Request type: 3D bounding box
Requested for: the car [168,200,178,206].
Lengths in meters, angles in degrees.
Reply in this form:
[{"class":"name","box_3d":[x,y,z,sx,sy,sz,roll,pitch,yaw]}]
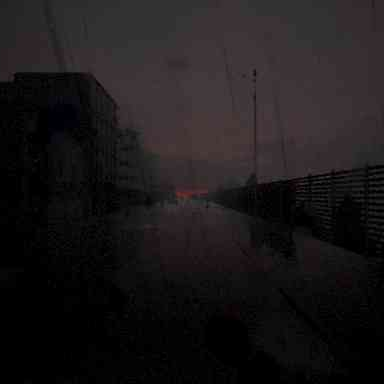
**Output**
[{"class":"car","box_3d":[-4.037,2.254,70.936,1.895,1.301,4.718,0,-1,0]}]
